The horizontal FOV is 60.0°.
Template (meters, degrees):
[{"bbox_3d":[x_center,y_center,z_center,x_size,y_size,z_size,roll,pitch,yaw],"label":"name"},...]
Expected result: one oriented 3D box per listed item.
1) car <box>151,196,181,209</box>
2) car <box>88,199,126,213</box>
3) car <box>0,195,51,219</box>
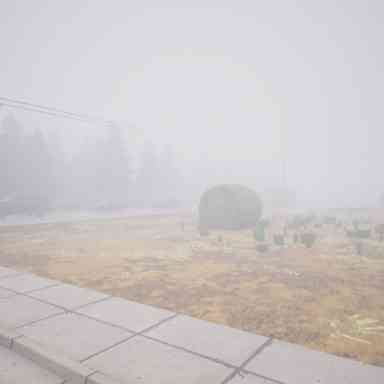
[{"bbox_3d":[-3.582,1.387,45.849,2.097,1.767,4.553,0,0,37],"label":"car"},{"bbox_3d":[-9.553,1.561,37.776,1.812,1.442,4.674,0,0,37],"label":"car"},{"bbox_3d":[-15.507,1.257,29.731,2.150,2.045,5.566,0,0,36],"label":"car"}]
